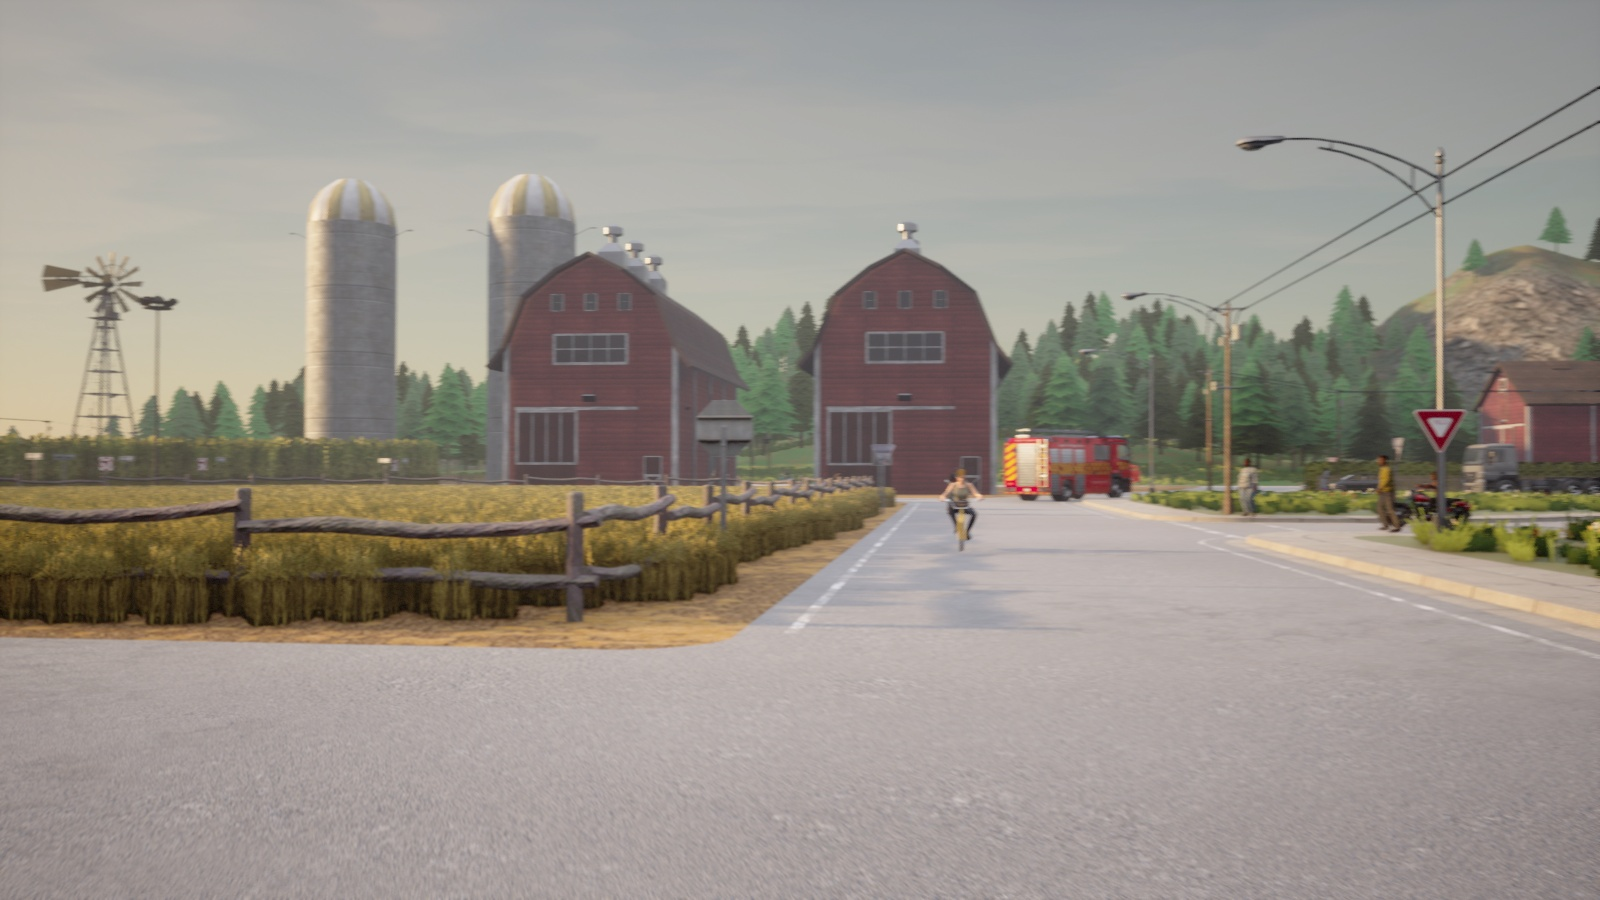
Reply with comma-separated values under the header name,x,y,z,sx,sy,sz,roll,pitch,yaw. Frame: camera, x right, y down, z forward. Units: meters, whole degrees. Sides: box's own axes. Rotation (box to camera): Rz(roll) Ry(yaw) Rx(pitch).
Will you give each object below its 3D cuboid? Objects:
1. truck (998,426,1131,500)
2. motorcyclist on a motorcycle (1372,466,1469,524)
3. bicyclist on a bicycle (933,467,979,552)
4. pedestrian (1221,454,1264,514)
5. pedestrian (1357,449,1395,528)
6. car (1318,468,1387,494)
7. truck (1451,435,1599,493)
name,x,y,z,sx,sy,sz,roll,pitch,yaw
truck,14.552,0.706,68.572,2.891,3.827,8.468,-1,-1,45
motorcyclist on a motorcycle,17.855,1.283,36.176,2.350,1.649,0.766,-1,-1,6
bicyclist on a bicycle,3.071,1.154,24.801,0.866,1.612,1.509,0,-1,6
pedestrian,13.982,1.067,39.706,0.900,1.855,0.874,0,-1,-27
pedestrian,13.601,0.900,29.656,0.709,1.840,0.431,-1,-1,12
car,34.582,1.941,78.643,3.705,1.549,1.789,0,-1,15
truck,44.822,0.903,77.181,7.936,3.462,2.891,0,-1,6
